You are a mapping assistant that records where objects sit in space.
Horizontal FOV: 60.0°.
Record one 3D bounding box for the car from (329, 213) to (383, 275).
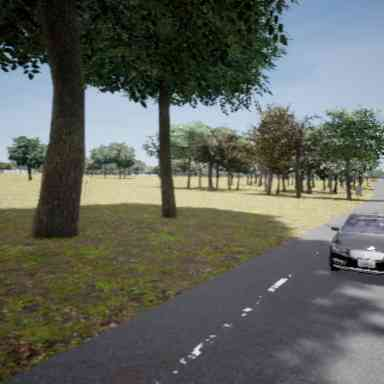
[{"bbox_3d":[5.402,1.415,9.979,2.128,1.511,4.902,1,1,31],"label":"car"}]
